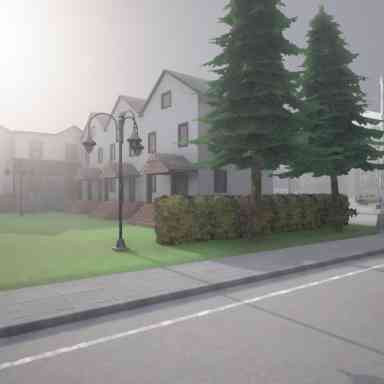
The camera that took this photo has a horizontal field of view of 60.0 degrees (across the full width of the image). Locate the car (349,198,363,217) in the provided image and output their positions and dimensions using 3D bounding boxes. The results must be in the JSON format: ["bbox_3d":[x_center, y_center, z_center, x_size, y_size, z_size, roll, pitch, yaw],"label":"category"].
[{"bbox_3d":[10.345,1.356,26.668,2.033,1.411,5.357,0,0,-36],"label":"car"}]

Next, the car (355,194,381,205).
[{"bbox_3d":[26.486,1.097,48.752,1.932,1.855,4.605,0,0,-36],"label":"car"}]
